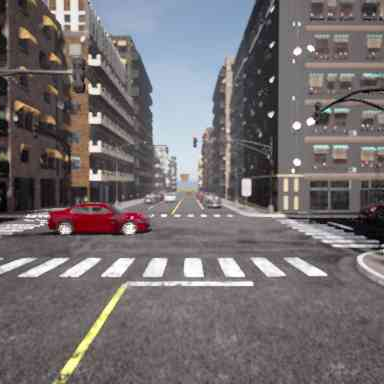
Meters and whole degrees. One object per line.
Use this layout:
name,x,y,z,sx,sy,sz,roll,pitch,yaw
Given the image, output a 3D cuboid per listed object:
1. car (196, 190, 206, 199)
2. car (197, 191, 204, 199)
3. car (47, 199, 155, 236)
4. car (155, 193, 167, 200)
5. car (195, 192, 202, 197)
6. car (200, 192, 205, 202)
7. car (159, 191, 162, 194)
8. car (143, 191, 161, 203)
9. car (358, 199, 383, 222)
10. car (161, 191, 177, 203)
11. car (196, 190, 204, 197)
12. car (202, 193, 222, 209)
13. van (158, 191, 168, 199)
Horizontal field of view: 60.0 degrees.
car,2.052,0.536,77.832,2.192,1.841,5.009,-1,1,0
car,2.255,0.971,55.209,1.887,1.381,4.507,-1,1,0
car,-4.624,1.317,16.801,5.008,1.535,1.882,0,2,0
car,-6.200,0.874,66.603,2.008,1.369,4.403,-1,1,0
car,1.924,0.657,94.727,1.802,1.307,4.206,-1,0,0
car,2.448,1.085,43.946,2.008,1.369,4.403,-1,1,0
car,-6.281,0.993,55.337,1.947,1.339,4.313,-1,1,0
car,-6.237,1.031,49.705,2.008,1.369,4.403,-1,1,0
car,13.567,1.133,22.599,4.097,1.590,1.967,0,2,0
car,-3.505,0.962,54.248,1.812,1.442,4.674,0,1,0
car,2.102,0.816,72.202,1.887,1.381,4.507,-1,1,0
car,2.500,1.140,38.416,2.008,1.369,4.403,-1,1,0
van,-6.250,0.614,72.233,1.690,1.788,3.998,-1,1,0
